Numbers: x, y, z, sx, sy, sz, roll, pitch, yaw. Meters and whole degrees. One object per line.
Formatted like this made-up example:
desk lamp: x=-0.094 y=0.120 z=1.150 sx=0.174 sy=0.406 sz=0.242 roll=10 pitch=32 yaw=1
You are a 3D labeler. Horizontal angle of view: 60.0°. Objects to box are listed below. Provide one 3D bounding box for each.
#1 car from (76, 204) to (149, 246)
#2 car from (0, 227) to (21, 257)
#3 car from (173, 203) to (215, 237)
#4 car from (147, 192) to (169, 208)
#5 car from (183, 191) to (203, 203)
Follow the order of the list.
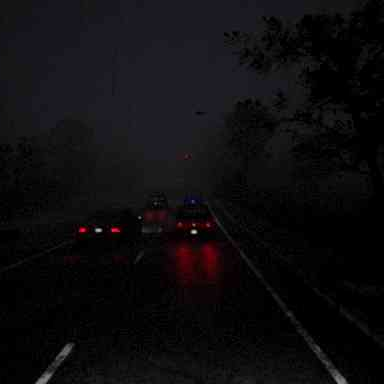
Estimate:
car: x=-3.406 y=1.432 z=14.612 sx=2.033 sy=1.411 sz=5.357 roll=0 pitch=0 yaw=0
car: x=-7.103 y=1.523 z=9.775 sx=1.895 sy=1.301 sz=4.718 roll=0 pitch=0 yaw=0
car: x=0.094 y=1.465 z=17.024 sx=1.895 sy=1.301 sz=4.718 roll=0 pitch=1 yaw=0
car: x=-3.412 y=0.724 z=33.582 sx=2.128 sy=1.511 sz=4.902 roll=0 pitch=3 yaw=0
car: x=0.088 y=0.641 z=34.738 sx=1.882 sy=1.535 sz=5.008 roll=0 pitch=3 yaw=0
